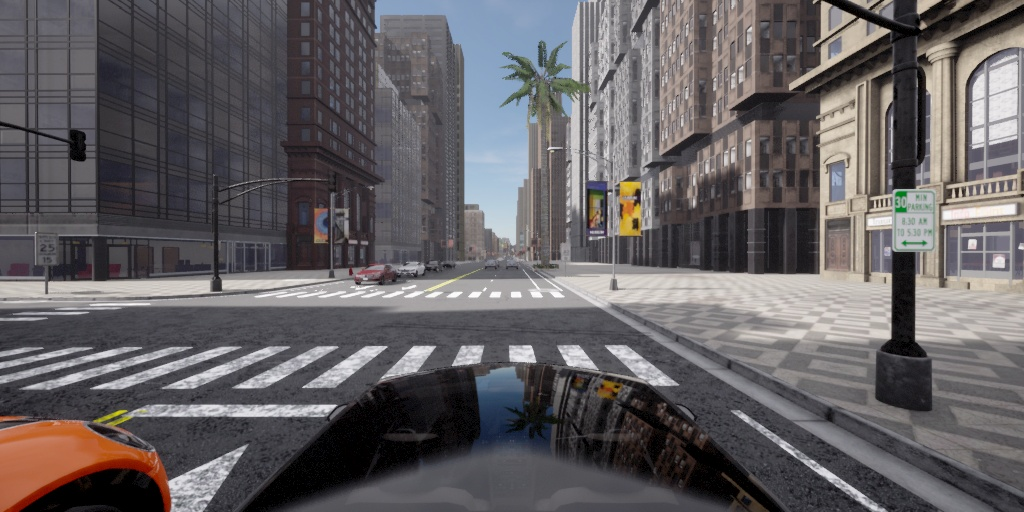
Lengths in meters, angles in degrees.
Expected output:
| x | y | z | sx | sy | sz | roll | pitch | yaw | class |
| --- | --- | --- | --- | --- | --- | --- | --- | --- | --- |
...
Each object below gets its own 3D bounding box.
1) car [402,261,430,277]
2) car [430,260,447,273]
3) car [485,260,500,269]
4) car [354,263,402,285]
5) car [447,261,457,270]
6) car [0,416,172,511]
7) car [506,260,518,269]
| x | y | z | sx | sy | sz | roll | pitch | yaw | class |
| --- | --- | --- | --- | --- | --- | --- | --- | --- | --- |
| -9.840 | 1.286 | 35.300 | 1.812 | 1.442 | 4.674 | 0 | 0 | 0 | car |
| -9.838 | 1.274 | 44.563 | 1.837 | 1.490 | 4.892 | 0 | 0 | 0 | car |
| -3.238 | 1.334 | 55.769 | 2.033 | 1.411 | 5.357 | 0 | 0 | 0 | car |
| -9.846 | 1.281 | 26.308 | 1.812 | 1.442 | 4.674 | 0 | 0 | -1 | car |
| -9.790 | 1.386 | 55.030 | 1.895 | 1.301 | 4.718 | 0 | 0 | 1 | car |
| -3.150 | 1.102 | 0.290 | 2.097 | 1.767 | 4.553 | 0 | 0 | 0 | car |
| 0.012 | 1.334 | 55.768 | 2.033 | 1.411 | 5.357 | 0 | 0 | 0 | car |
